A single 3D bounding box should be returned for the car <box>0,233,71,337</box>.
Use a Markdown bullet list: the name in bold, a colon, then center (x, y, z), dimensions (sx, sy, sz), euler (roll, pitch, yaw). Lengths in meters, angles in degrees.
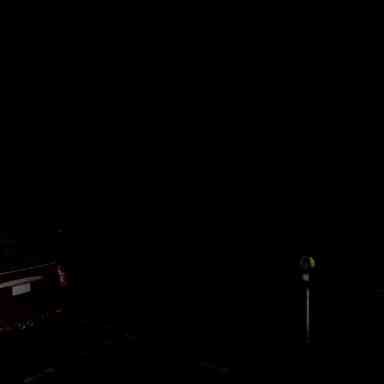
- **car**: center (-4.064, 1.440, 5.975), dimensions (4.097, 1.590, 1.967), euler (0, 0, 36)
